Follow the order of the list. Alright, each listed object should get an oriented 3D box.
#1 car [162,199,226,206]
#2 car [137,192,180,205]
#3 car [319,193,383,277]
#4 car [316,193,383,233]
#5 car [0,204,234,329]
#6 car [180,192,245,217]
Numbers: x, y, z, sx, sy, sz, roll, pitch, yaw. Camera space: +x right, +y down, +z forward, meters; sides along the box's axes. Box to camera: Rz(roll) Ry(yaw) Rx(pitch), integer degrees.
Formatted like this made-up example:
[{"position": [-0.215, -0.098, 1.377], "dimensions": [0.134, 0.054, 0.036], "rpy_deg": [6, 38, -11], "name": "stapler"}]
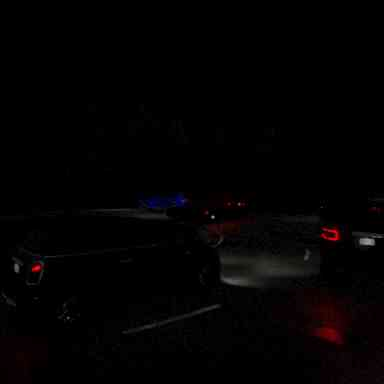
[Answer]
[{"position": [0.036, 1.467, 25.129], "dimensions": [1.895, 1.301, 4.718], "rpy_deg": [0, 0, -40], "name": "car"}, {"position": [-2.948, 1.044, 34.761], "dimensions": [5.566, 2.045, 2.150], "rpy_deg": [0, 0, 17], "name": "car"}, {"position": [5.167, 1.159, 9.555], "dimensions": [2.150, 2.045, 5.566], "rpy_deg": [1, 1, 30], "name": "car"}, {"position": [9.933, 1.093, 19.983], "dimensions": [2.150, 2.045, 5.566], "rpy_deg": [0, 0, -9], "name": "car"}, {"position": [-1.455, 1.319, 7.185], "dimensions": [4.553, 1.767, 2.097], "rpy_deg": [-1, 1, -42], "name": "car"}, {"position": [1.856, 1.067, 28.303], "dimensions": [2.150, 2.045, 5.566], "rpy_deg": [1, 0, -45], "name": "car"}]
